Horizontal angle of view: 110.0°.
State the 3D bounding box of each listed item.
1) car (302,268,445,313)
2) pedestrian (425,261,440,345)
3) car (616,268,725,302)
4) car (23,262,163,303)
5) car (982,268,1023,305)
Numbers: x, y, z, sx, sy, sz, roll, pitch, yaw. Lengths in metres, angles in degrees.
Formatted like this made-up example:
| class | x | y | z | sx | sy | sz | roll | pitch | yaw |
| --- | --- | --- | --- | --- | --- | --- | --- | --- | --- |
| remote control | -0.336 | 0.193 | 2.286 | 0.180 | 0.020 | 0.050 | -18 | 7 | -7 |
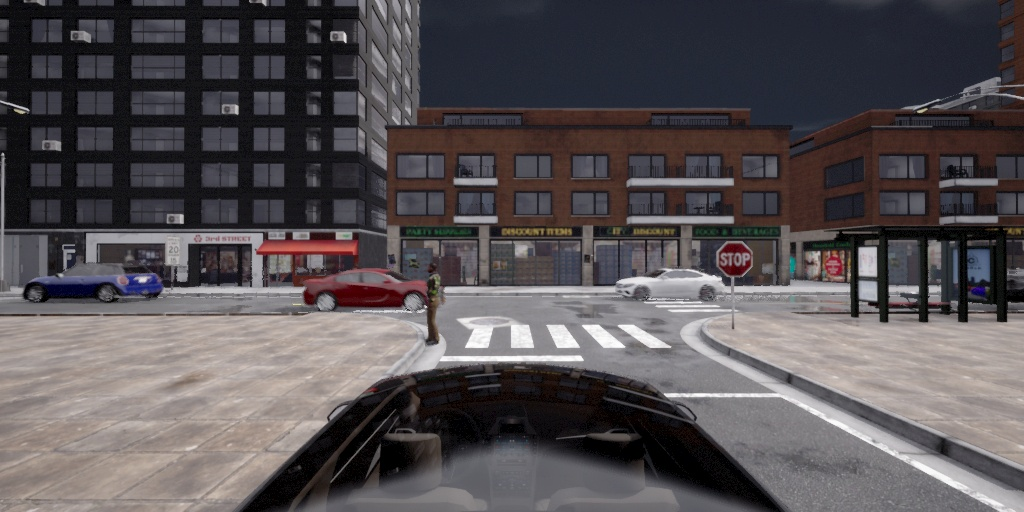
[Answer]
| class | x | y | z | sx | sy | sz | roll | pitch | yaw |
| --- | --- | --- | --- | --- | --- | --- | --- | --- | --- |
| car | -5.036 | 1.223 | 13.369 | 5.008 | 1.535 | 1.882 | 0 | 0 | 0 |
| pedestrian | -1.780 | 1.046 | 8.072 | 0.375 | 1.860 | 0.375 | 0 | 0 | 0 |
| car | 7.146 | 1.267 | 16.366 | 4.674 | 1.442 | 1.812 | 0 | 0 | 0 |
| car | -18.883 | 1.140 | 16.276 | 4.553 | 1.767 | 2.097 | 0 | 0 | 0 |
| car | 20.351 | 1.202 | 13.457 | 4.892 | 1.490 | 1.837 | 0 | 0 | 0 |
